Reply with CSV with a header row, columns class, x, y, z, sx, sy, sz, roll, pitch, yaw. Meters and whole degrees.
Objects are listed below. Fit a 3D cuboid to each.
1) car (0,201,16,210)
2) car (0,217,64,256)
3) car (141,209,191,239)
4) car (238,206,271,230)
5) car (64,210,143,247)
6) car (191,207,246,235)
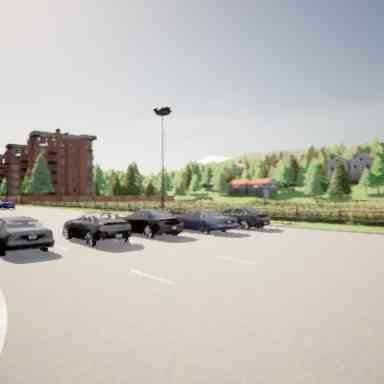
class,x,y,z,sx,sy,sz,roll,pitch,yaw
car,-33.852,2.464,61.038,1.882,1.535,5.008,0,-1,-41
car,-7.608,1.779,14.371,2.033,1.411,5.357,0,-1,-41
car,-2.511,1.736,19.181,1.882,1.535,5.008,0,-1,-41
car,3.200,1.780,23.275,1.837,1.490,4.892,0,0,-41
car,-4.776,1.732,16.445,2.128,1.511,4.902,0,-1,-41
car,0.530,1.810,21.012,2.033,1.411,5.357,0,-1,-41
